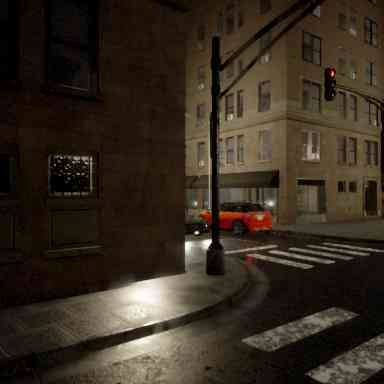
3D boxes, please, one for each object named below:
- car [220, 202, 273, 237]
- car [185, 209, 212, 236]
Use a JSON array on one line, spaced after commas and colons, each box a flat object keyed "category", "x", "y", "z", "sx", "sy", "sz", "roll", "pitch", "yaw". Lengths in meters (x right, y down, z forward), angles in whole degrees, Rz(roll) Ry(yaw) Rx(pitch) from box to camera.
[{"category": "car", "x": 2.155, "y": 1.326, "z": 18.248, "sx": 2.097, "sy": 1.767, "sz": 4.553, "roll": 0, "pitch": 0, "yaw": -36}, {"category": "car", "x": -1.318, "y": 1.515, "z": 17.734, "sx": 2.033, "sy": 1.411, "sz": 5.357, "roll": 0, "pitch": 0, "yaw": -36}]
